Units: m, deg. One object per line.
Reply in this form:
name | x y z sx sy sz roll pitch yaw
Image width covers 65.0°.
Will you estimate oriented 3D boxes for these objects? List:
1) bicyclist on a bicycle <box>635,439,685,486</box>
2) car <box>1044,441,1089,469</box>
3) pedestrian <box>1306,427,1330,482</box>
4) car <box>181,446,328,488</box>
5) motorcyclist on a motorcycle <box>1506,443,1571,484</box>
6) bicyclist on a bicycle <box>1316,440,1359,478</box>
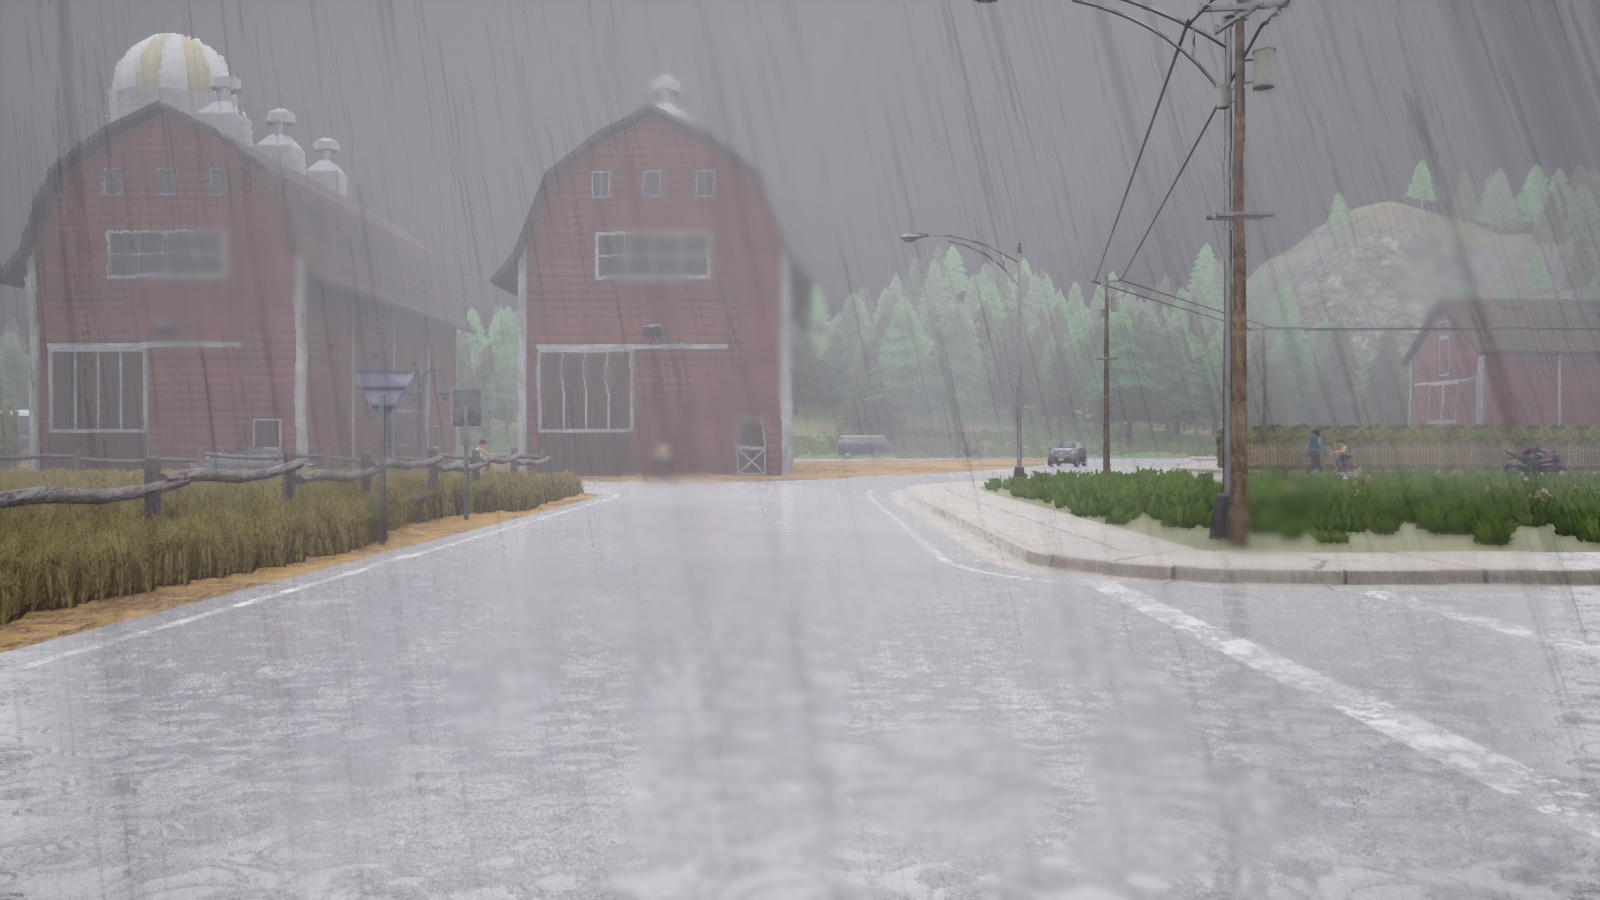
bicyclist on a bicycle | -4.911 0.426 44.064 1.509 1.612 0.866 0 2 38
car | 14.875 0.244 70.025 1.845 1.501 3.633 0 0 22
pedestrian | 18.468 0.163 44.754 0.692 1.930 0.396 0 0 -22
car | -18.576 0.553 42.928 4.181 1.385 1.994 0 0 -4
motorcyclist on a motorcycle | 29.012 0.526 49.340 2.191 1.530 0.866 0 3 32
bicyclist on a bicycle | 23.208 0.396 54.236 1.509 1.612 0.866 0 -1 6
